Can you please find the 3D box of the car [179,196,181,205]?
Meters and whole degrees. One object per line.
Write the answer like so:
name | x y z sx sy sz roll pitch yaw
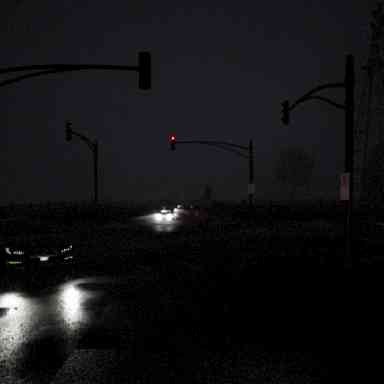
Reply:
car | -3.013 1.581 47.477 1.895 1.301 4.718 0 0 0

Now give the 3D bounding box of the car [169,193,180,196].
car | -3.060 1.200 57.828 2.150 2.045 5.566 0 0 0

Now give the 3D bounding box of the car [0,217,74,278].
car | -5.198 1.569 10.398 1.837 1.490 4.892 2 -4 -37

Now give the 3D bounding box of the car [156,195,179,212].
car | -2.962 1.474 37.661 2.128 1.511 4.902 0 0 -1

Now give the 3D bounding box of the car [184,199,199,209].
car | -0.040 1.581 43.772 1.895 1.301 4.718 0 0 0
